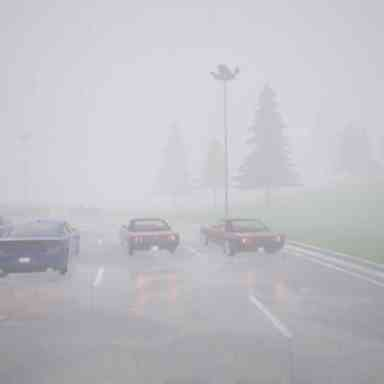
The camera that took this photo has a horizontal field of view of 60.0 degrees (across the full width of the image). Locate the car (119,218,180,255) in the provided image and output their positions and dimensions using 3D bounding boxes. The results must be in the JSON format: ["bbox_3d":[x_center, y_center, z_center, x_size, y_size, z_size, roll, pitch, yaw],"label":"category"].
[{"bbox_3d":[-1.996,1.755,14.152,1.895,1.301,4.718,0,-1,-17],"label":"car"}]

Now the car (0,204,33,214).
[{"bbox_3d":[-19.436,2.051,35.295,5.357,1.411,2.033,-1,-1,38],"label":"car"}]

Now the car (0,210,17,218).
[{"bbox_3d":[-10.327,1.851,16.866,1.895,1.301,4.718,0,-1,-23],"label":"car"}]

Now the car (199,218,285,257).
[{"bbox_3d":[1.776,1.718,13.643,1.895,1.301,4.718,0,-1,-16],"label":"car"}]

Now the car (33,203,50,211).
[{"bbox_3d":[-18.129,2.048,38.405,4.674,1.442,1.812,-1,-1,40],"label":"car"}]

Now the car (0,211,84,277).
[{"bbox_3d":[-4.863,1.625,10.952,1.882,1.535,5.008,0,-1,-13],"label":"car"}]

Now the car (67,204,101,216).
[{"bbox_3d":[-12.497,2.073,38.123,4.718,1.301,1.895,-1,-1,44],"label":"car"}]
